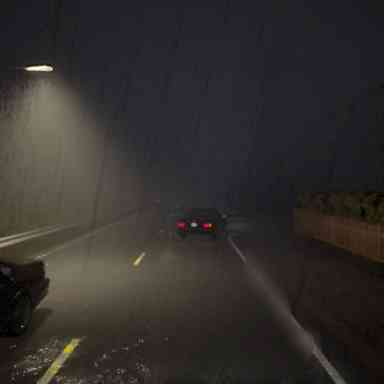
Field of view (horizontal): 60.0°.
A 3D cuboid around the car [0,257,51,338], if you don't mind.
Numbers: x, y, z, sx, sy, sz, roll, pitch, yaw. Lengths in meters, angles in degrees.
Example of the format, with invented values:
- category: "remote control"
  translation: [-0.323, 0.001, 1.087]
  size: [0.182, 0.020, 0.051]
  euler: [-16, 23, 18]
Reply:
- category: "car"
  translation: [-3.564, 1.544, 3.900]
  size: [2.033, 1.411, 5.357]
  euler: [0, 0, 0]

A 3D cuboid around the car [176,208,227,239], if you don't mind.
- category: "car"
  translation: [0.629, 1.531, 17.459]
  size: [2.033, 1.411, 5.357]
  euler: [0, 0, 12]
